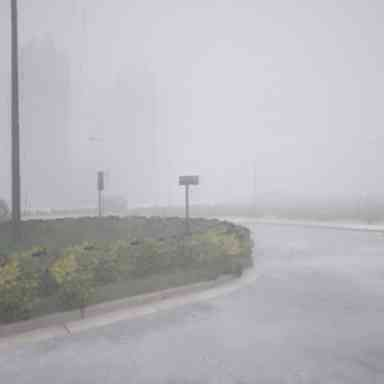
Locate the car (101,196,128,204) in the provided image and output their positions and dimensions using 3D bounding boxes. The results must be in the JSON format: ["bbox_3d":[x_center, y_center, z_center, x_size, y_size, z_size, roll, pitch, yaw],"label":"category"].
[{"bbox_3d":[-9.635,1.321,40.988,2.242,1.667,4.611,-1,0,-36],"label":"car"}]

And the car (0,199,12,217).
[{"bbox_3d":[-13.224,1.290,22.033,1.932,1.855,4.605,-1,0,-36],"label":"car"}]

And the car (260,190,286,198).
[{"bbox_3d":[15.040,0.739,62.203,2.150,2.045,5.566,-1,0,-35],"label":"car"}]
